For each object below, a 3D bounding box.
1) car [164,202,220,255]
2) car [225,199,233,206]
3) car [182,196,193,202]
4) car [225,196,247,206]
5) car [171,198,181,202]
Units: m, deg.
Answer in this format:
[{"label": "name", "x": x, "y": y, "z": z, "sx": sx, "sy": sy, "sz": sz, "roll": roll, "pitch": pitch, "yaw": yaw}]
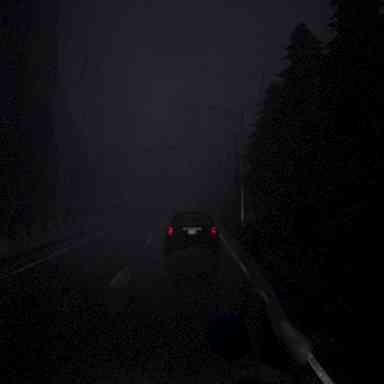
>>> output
[{"label": "car", "x": 0.006, "y": 1.485, "z": 14.087, "sx": 2.097, "sy": 1.767, "sz": 4.553, "roll": 0, "pitch": -1, "yaw": 0}, {"label": "car", "x": 8.864, "y": 1.731, "z": 61.626, "sx": 4.605, "sy": 1.855, "sz": 1.932, "roll": 0, "pitch": -1, "yaw": -1}, {"label": "car", "x": -0.815, "y": 2.362, "z": 85.014, "sx": 1.895, "sy": 1.301, "sz": 4.718, "roll": 0, "pitch": -1, "yaw": -4}, {"label": "car", "x": 8.450, "y": 1.756, "z": 64.136, "sx": 3.866, "sy": 1.878, "sz": 1.905, "roll": 0, "pitch": -1, "yaw": -1}, {"label": "car", "x": -4.216, "y": 2.279, "z": 82.484, "sx": 1.812, "sy": 1.442, "sz": 4.674, "roll": 0, "pitch": -1, "yaw": -1}]
